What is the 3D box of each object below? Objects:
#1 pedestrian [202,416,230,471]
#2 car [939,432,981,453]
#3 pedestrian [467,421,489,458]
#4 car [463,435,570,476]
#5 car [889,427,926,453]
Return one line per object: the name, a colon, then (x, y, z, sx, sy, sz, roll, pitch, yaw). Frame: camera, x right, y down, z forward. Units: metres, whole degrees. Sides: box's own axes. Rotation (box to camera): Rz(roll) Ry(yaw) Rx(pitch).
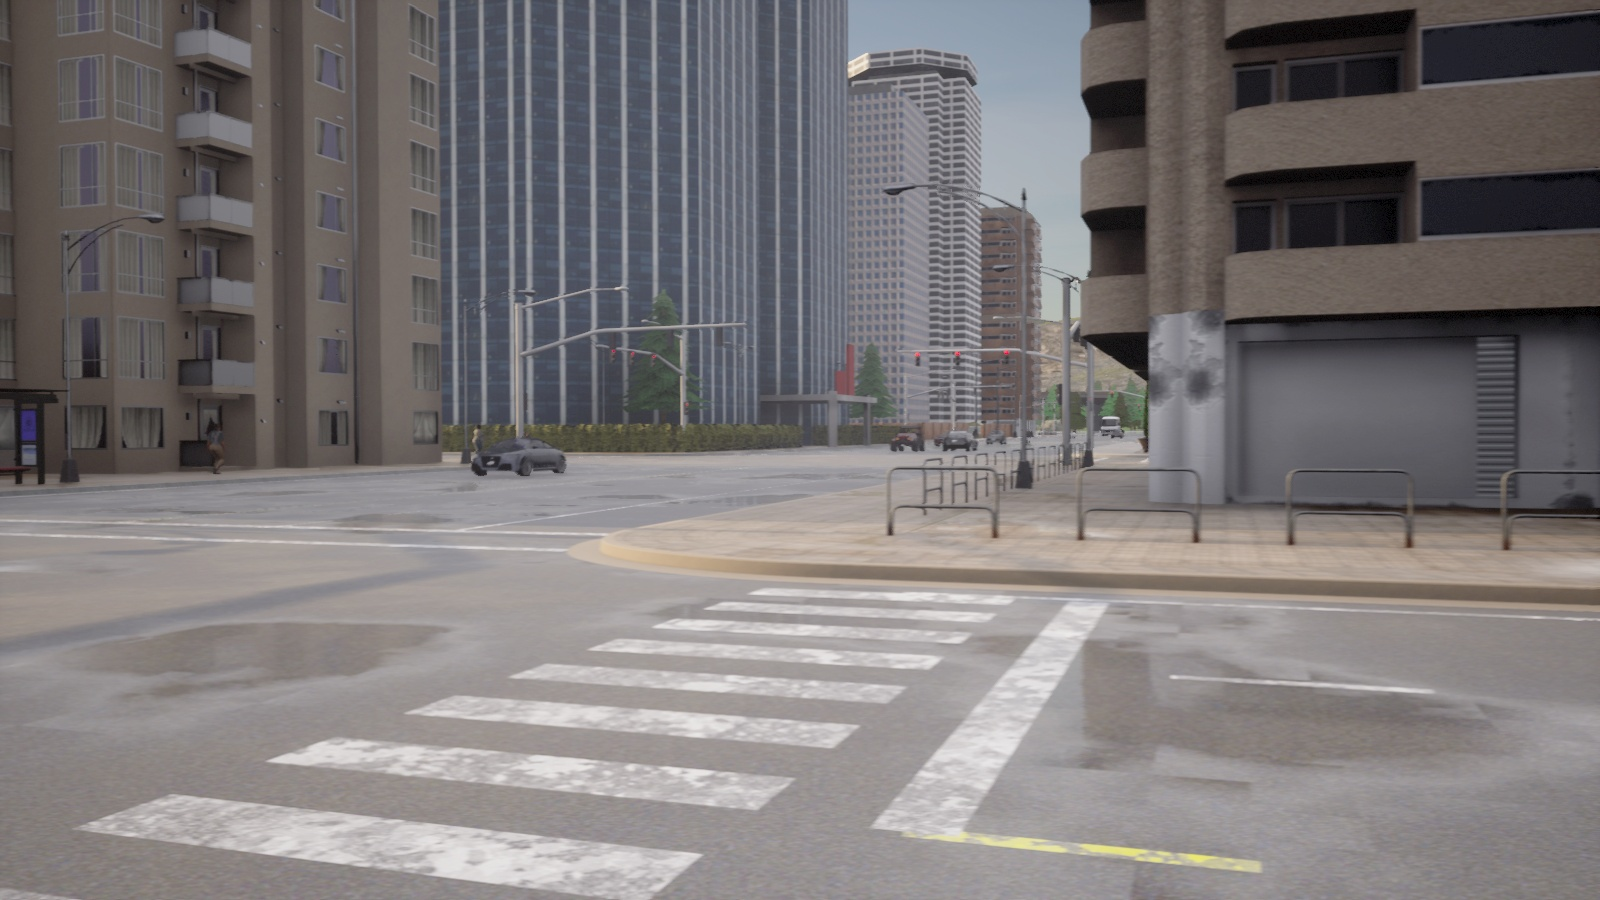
pedestrian: (-20.003, -0.224, 43.037, 0.540, 1.848, 0.694, 0, 1, 14)
car: (11.759, -0.549, 92.112, 2.163, 1.488, 4.792, 1, 1, 18)
pedestrian: (-16.398, -0.545, 63.958, 0.900, 1.855, 0.874, 0, 1, -32)
car: (-10.357, 0.167, 46.193, 1.994, 1.385, 4.181, 1, 1, 18)
car: (7.850, -0.756, 91.385, 1.905, 1.878, 3.866, 1, 1, 18)
